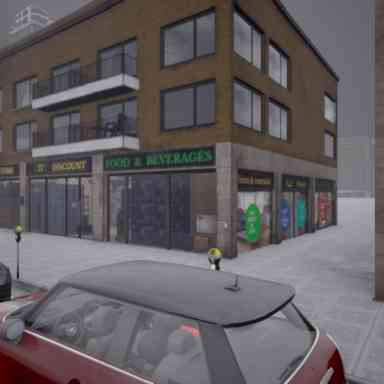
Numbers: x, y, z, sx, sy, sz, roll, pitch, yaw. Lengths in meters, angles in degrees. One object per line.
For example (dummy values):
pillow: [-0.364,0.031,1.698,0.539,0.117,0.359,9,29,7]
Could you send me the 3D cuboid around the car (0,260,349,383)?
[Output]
car: [-0.722,1.440,3.318,4.097,1.590,1.967,0,0,35]
